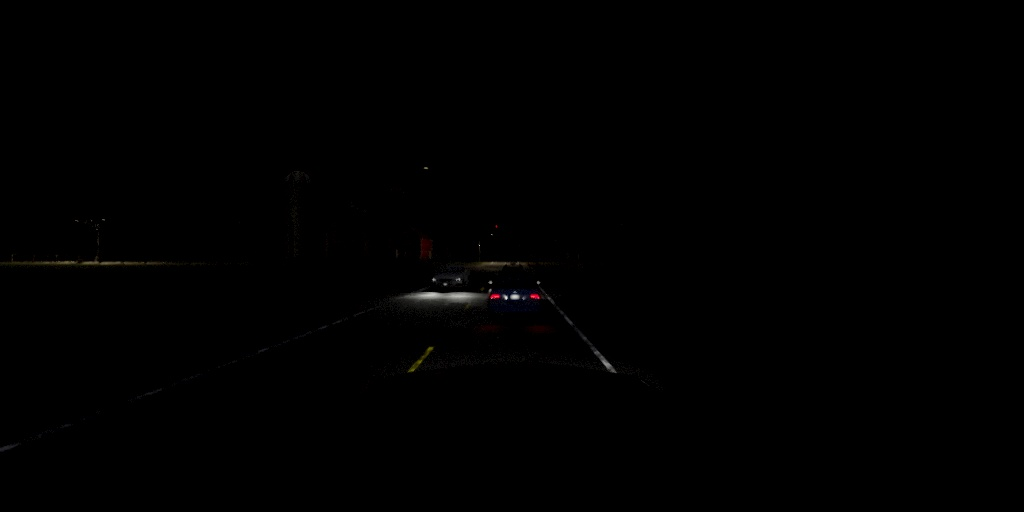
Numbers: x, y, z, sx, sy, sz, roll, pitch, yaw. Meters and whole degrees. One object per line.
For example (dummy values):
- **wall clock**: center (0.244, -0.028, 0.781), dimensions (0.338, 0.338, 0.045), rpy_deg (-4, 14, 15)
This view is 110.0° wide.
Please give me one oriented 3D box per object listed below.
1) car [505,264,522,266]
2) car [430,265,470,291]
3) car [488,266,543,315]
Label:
- **car**: center (0.096, 1.318, 31.369), dimensions (1.895, 1.301, 4.718), rpy_deg (0, 0, 0)
- **car**: center (-3.602, 1.256, 21.667), dimensions (1.812, 1.442, 4.674), rpy_deg (0, 0, 0)
- **car**: center (0.094, 1.287, 13.371), dimensions (2.033, 1.411, 5.357), rpy_deg (0, 0, 0)
